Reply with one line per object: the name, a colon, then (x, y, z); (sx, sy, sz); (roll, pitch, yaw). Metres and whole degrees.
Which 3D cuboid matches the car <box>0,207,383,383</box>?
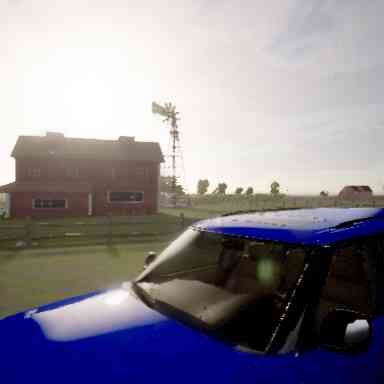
car: (0.872, 1.221, 3.201); (5.566, 2.045, 2.150); (0, 0, -35)
